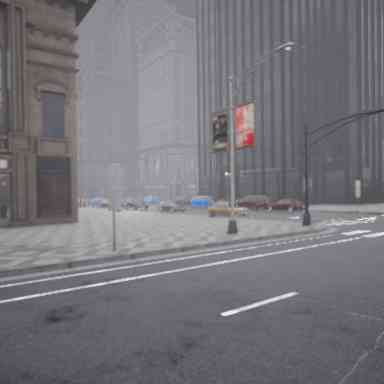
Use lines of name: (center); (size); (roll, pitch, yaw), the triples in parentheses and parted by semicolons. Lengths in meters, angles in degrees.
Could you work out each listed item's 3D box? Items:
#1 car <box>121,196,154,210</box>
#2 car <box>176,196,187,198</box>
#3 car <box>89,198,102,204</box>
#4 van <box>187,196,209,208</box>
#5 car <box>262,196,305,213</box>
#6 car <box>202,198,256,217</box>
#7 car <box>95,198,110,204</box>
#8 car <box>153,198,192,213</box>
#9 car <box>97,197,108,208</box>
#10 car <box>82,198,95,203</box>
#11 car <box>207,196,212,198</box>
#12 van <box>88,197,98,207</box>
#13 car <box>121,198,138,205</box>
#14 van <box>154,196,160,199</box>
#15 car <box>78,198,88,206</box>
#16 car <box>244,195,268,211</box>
car: (-8.025, 1.634, 47.349); (2.192, 1.841, 5.009); (-2, 0, -35)
car: (-1.513, 1.500, 52.946); (2.192, 1.841, 5.009); (-2, 0, -35)
car: (-25.050, 2.282, 86.081); (1.947, 1.339, 4.313); (-2, 0, -35)
van: (1.427, 1.458, 48.795); (1.690, 1.788, 3.998); (-2, 0, -35)
car: (10.252, 1.455, 36.340); (1.887, 1.381, 4.507); (-2, 0, -35)
car: (3.391, 1.578, 31.274); (1.752, 1.417, 4.829); (-2, 0, -35)
car: (-22.038, 2.217, 81.837); (1.947, 1.339, 4.313); (-2, 0, -35)
car: (-2.361, 1.738, 39.382); (2.008, 1.369, 4.403); (-2, 0, -35)
car: (-13.675, 1.889, 55.319); (1.967, 1.590, 4.097); (-2, 0, -35)
car: (-28.060, 2.332, 90.322); (2.008, 1.369, 4.403); (-2, 1, -35)
car: (4.375, 1.630, 44.644); (1.802, 1.307, 4.206); (-2, 0, -35)
van: (-16.506, 1.855, 59.303); (1.690, 1.788, 3.998); (-2, 0, -35)
car: (-13.006, 2.030, 69.110); (1.802, 1.307, 4.206); (-2, 0, -35)
van: (-7.391, 1.661, 61.250); (1.690, 1.788, 3.998); (-2, 0, -35)
car: (-22.262, 2.085, 67.417); (1.967, 1.590, 4.097); (-2, 0, -35)
car: (7.305, 1.294, 40.491); (2.192, 1.841, 5.009); (-2, 0, -35)
